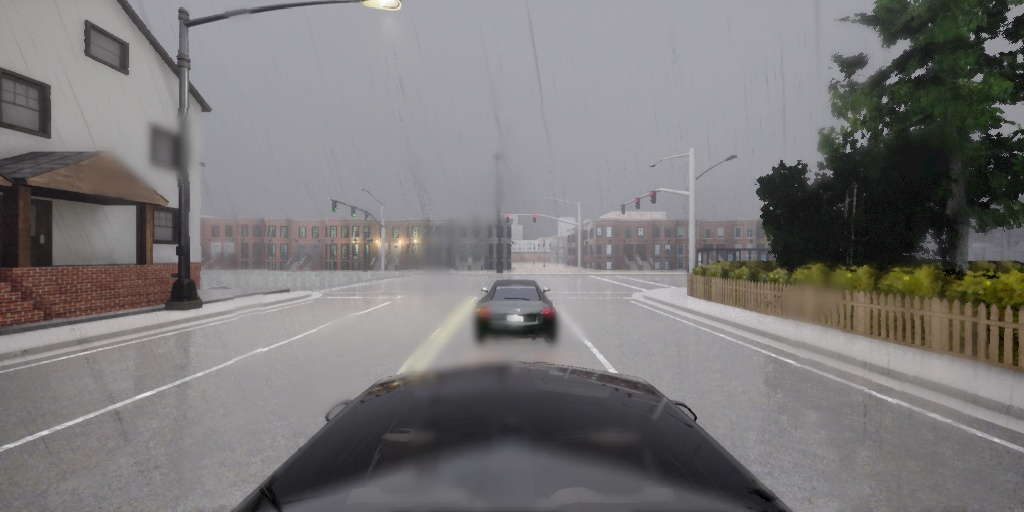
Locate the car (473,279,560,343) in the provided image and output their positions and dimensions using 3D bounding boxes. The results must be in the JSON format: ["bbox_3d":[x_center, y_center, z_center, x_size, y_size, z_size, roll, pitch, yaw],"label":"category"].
[{"bbox_3d":[0.099,1.314,9.657,1.994,1.385,4.181,0,0,0],"label":"car"}]

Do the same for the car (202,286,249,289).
[{"bbox_3d":[-22.438,3.308,26.907,5.566,2.045,2.150,-13,1,-1],"label":"car"}]
